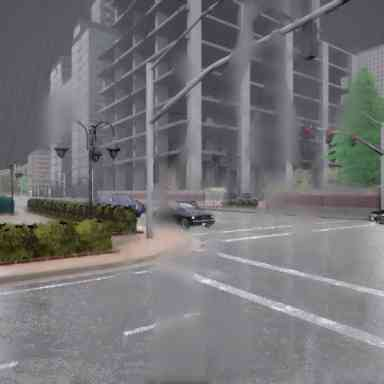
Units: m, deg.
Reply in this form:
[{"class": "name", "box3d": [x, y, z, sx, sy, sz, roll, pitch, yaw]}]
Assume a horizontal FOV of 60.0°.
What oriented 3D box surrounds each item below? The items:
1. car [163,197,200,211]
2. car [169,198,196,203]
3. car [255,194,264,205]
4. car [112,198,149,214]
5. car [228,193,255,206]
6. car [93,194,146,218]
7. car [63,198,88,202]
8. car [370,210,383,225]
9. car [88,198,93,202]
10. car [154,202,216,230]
[{"class": "car", "box3d": [-1.372, 1.436, 40.239, 2.128, 1.511, 4.902, 0, 0, -36]}, {"class": "car", "box3d": [-0.807, 1.470, 27.224, 1.812, 1.442, 4.674, 0, 0, -36]}, {"class": "car", "box3d": [9.500, 1.114, 52.377, 1.905, 1.878, 3.866, 0, 0, -36]}, {"class": "car", "box3d": [-6.638, 1.422, 35.255, 1.882, 1.535, 5.008, 0, 0, -36]}, {"class": "car", "box3d": [7.110, 1.114, 50.663, 1.905, 1.878, 3.866, 0, 0, -36]}, {"class": "car", "box3d": [-6.345, 1.166, 28.893, 2.150, 2.045, 5.566, 0, 0, -36]}, {"class": "car", "box3d": [-14.898, 1.491, 40.674, 2.033, 1.411, 5.357, 0, 0, -36]}, {"class": "car", "box3d": [14.335, 1.487, 21.780, 4.902, 1.511, 2.128, 0, 1, 2]}, {"class": "car", "box3d": [-12.774, 1.492, 43.706, 2.033, 1.411, 5.357, 0, 0, -36]}, {"class": "car", "box3d": [-0.613, 1.545, 21.002, 1.895, 1.301, 4.718, 0, 0, -36]}]
